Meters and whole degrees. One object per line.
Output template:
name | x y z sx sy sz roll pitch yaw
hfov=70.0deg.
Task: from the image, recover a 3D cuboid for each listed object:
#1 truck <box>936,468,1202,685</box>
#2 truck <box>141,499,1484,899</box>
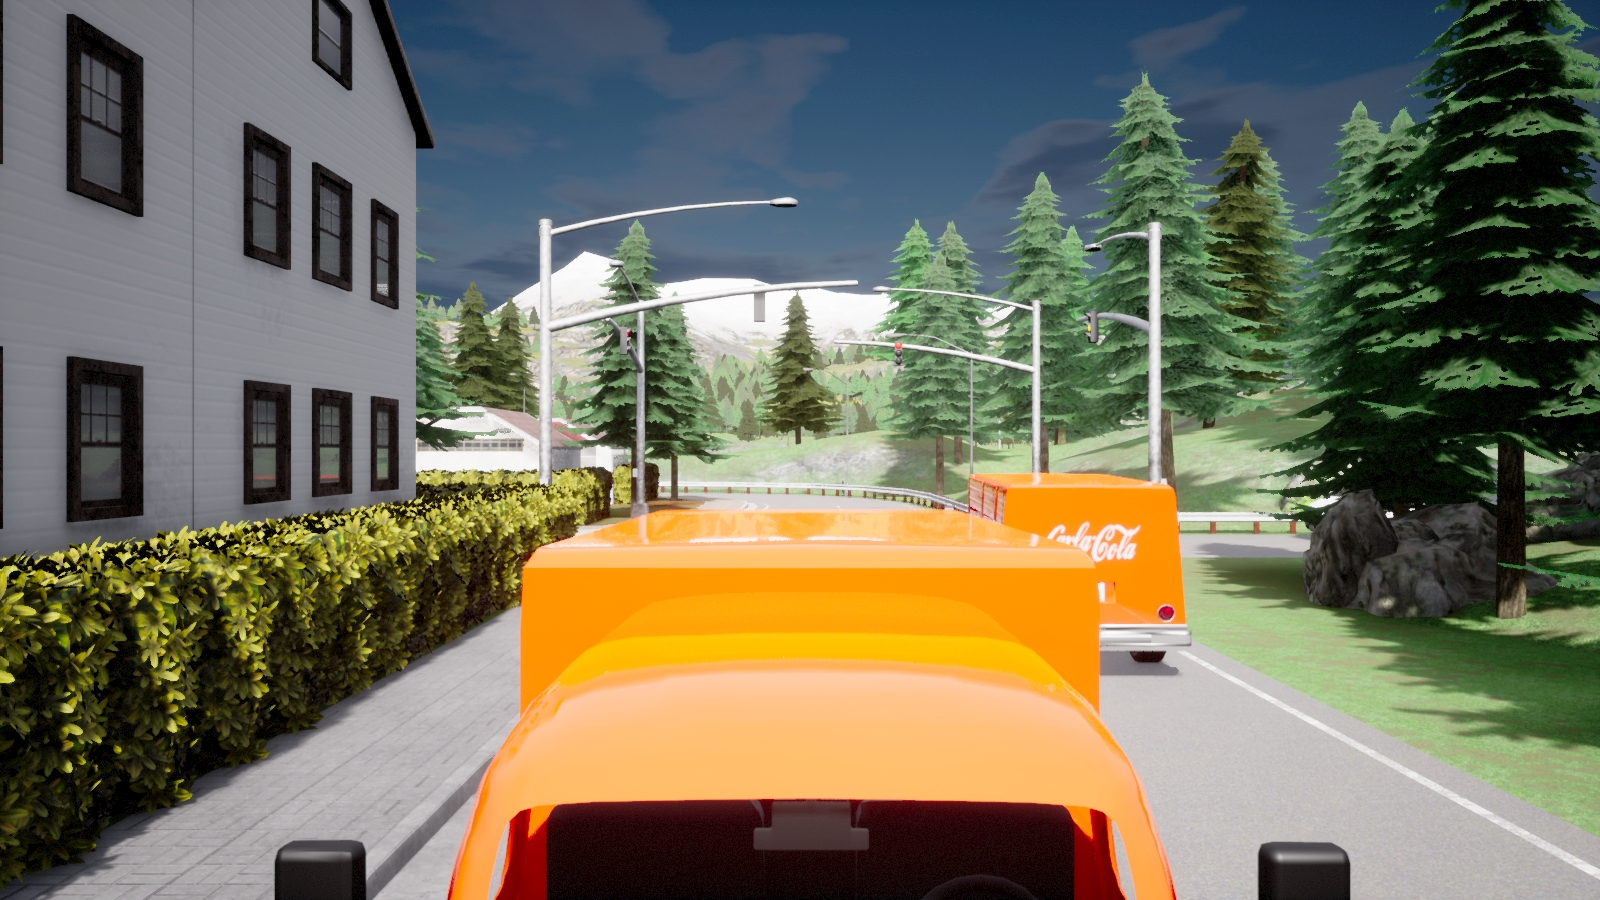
truck | 3.537 1.558 16.342 2.627 2.467 5.204 0 1 1
truck | 0.034 1.550 4.835 2.627 2.467 5.204 0 0 0
